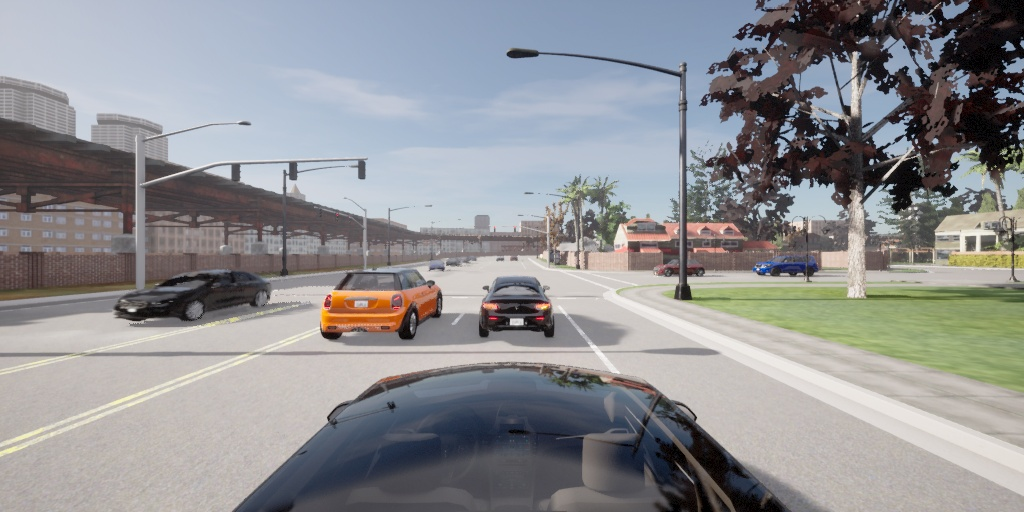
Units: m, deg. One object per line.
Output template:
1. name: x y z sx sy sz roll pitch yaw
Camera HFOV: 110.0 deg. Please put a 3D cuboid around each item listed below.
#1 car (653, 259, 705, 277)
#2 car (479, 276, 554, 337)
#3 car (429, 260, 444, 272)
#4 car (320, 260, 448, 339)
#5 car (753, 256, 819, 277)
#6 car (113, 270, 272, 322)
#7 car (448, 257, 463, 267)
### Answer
1. car: 16.275 1.103 35.104 4.553 1.767 2.097 0 0 -1
2. car: 0.122 1.276 10.145 1.812 1.442 4.674 0 0 0
3. car: -9.589 1.237 45.456 1.812 1.442 4.674 0 0 -12
4. car: -3.376 1.102 10.198 2.097 1.767 4.553 0 0 1
5. car: 26.938 0.971 35.322 5.566 2.045 2.150 0 0 -2
6. car: -10.543 1.255 12.384 1.837 1.490 4.892 0 0 0
7. car: -10.227 1.045 61.913 1.882 1.535 5.008 0 1 1
